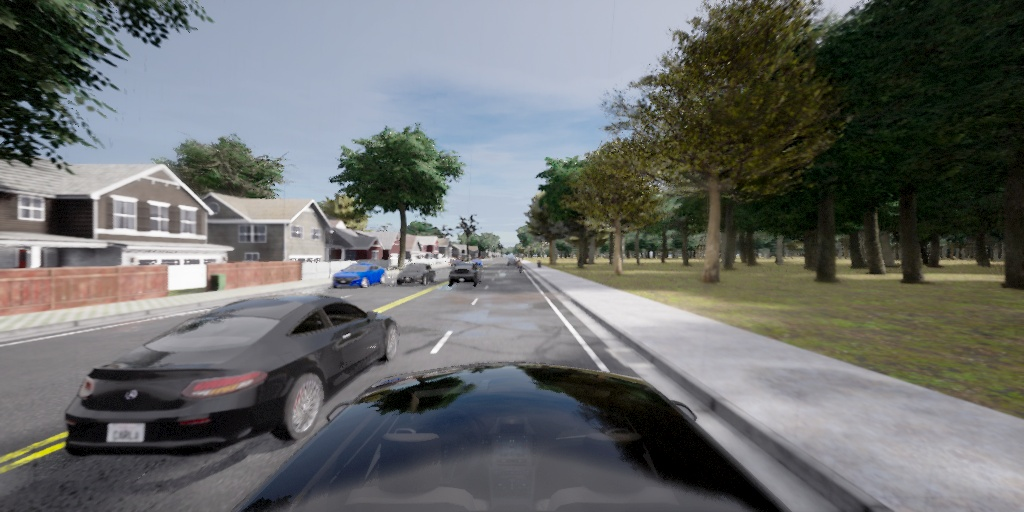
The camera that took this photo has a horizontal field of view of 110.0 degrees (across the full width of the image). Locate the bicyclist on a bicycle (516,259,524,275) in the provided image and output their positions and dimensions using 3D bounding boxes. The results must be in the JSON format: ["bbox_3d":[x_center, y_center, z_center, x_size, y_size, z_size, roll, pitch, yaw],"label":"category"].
[{"bbox_3d":[0.883,1.183,37.647,0.866,1.612,1.509,0,0,0],"label":"bicyclist on a bicycle"}]

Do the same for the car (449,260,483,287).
[{"bbox_3d":[-3.145,1.253,24.787,1.837,1.490,4.892,0,0,0],"label":"car"}]

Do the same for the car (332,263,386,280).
[{"bbox_3d":[-9.844,1.226,23.423,1.882,1.535,5.008,0,0,0],"label":"car"}]

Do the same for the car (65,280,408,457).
[{"bbox_3d":[-3.148,1.276,5.228,1.812,1.442,4.674,0,0,0],"label":"car"}]

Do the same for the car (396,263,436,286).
[{"bbox_3d":[-6.592,1.253,25.109,1.837,1.490,4.892,0,0,0],"label":"car"}]
